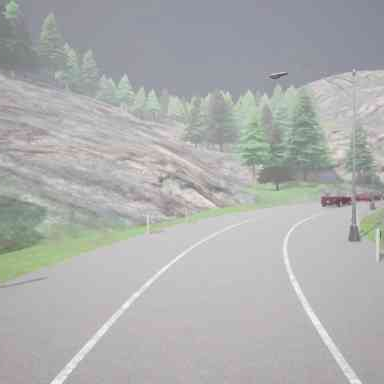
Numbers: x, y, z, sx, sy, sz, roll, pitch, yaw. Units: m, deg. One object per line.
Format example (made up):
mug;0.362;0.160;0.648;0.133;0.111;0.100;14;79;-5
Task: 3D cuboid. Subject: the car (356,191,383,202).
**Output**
car;23.173;0.503;43.309;4.181;1.385;1.994;-3;2;-36

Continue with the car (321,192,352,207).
car;15.915;0.784;36.542;1.882;1.535;5.008;0;2;44
